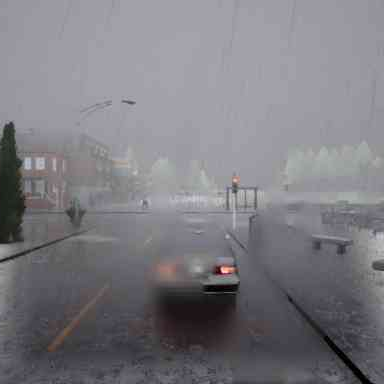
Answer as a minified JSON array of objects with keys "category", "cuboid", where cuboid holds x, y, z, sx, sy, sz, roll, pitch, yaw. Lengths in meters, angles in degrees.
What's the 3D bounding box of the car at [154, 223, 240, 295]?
[{"category":"car","cuboid":[0.099,1.547,8.879,2.033,1.411,5.357,0,0,0]}]
